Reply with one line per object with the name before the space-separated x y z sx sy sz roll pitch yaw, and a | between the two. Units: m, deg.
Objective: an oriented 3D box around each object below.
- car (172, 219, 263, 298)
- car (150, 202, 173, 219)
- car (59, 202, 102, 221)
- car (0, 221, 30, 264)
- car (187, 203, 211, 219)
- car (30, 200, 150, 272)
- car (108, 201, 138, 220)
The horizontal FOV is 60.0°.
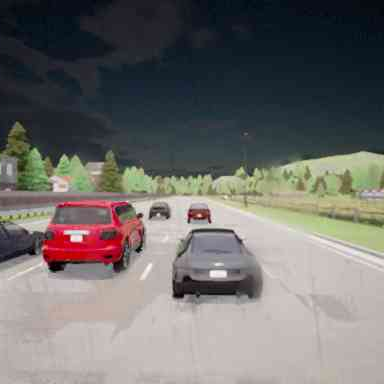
car | 0.533 1.626 8.699 1.994 1.385 4.181 0 0 0
car | -2.920 1.712 31.409 1.837 1.490 4.892 0 0 0
car | -9.922 1.721 30.100 2.033 1.411 5.357 0 0 0
car | -6.464 1.598 10.417 2.033 1.411 5.357 0 0 0
car | 0.573 1.671 28.036 1.882 1.535 5.008 0 0 0
car | -2.962 1.291 11.216 2.150 2.045 5.566 0 0 0
car | -6.419 1.700 31.390 1.837 1.490 4.892 0 0 0
